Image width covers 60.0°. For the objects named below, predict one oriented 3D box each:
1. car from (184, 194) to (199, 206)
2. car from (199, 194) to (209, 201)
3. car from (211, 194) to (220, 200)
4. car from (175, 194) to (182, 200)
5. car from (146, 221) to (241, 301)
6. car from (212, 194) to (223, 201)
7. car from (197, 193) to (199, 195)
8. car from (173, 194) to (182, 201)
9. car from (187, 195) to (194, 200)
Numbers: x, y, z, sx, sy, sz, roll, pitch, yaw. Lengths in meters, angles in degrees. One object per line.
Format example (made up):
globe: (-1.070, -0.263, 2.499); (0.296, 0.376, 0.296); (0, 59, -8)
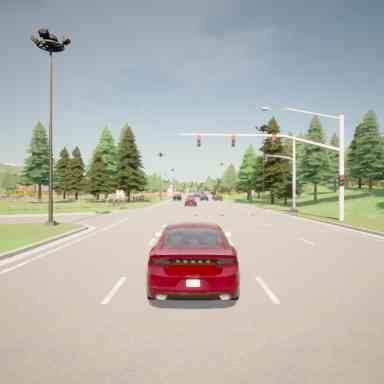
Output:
car: (-0.199, 1.525, 53.020); (1.812, 1.442, 4.674); (0, 0, 0)
car: (3.183, 1.516, 84.063); (1.812, 1.442, 4.674); (0, 0, 0)
car: (6.645, 1.372, 94.080); (2.033, 1.411, 5.357); (0, 0, 0)
car: (-3.855, 1.310, 94.040); (1.882, 1.535, 5.008); (0, 0, 0)
car: (0.031, 1.478, 8.418); (1.882, 1.535, 5.008); (0, 0, 0)
car: (6.684, 1.516, 83.660); (2.128, 1.511, 4.902); (0, 0, 0)
car: (3.145, 1.357, 94.066); (2.128, 1.511, 4.902); (0, 0, 0)
car: (-3.816, 1.469, 83.620); (1.882, 1.535, 5.008); (0, 0, 0)
car: (-0.355, 1.427, 94.083); (1.895, 1.301, 4.718); (0, 0, 0)
